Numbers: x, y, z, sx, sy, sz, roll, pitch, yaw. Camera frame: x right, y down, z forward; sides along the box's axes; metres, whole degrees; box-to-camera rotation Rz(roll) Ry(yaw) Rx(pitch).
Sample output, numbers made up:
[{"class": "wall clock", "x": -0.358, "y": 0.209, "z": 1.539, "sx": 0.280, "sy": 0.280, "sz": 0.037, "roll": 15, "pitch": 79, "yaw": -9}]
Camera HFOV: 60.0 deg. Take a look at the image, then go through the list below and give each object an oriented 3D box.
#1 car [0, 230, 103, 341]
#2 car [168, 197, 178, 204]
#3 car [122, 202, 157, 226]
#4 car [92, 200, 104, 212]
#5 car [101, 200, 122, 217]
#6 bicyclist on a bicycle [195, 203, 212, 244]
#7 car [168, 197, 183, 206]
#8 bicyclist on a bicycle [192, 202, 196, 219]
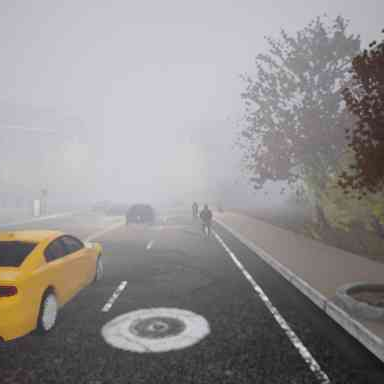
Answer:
[{"class": "car", "x": -3.230, "y": 1.514, "z": 6.744, "sx": 1.882, "sy": 1.535, "sz": 5.008, "roll": 0, "pitch": 0, "yaw": -1}, {"class": "car", "x": -4.281, "y": 1.902, "z": 74.056, "sx": 2.033, "sy": 1.411, "sz": 5.357, "roll": 0, "pitch": 0, "yaw": -7}, {"class": "car", "x": -3.732, "y": 1.610, "z": 24.990, "sx": 1.882, "sy": 1.535, "sz": 5.008, "roll": 0, "pitch": 0, "yaw": -2}, {"class": "car", "x": -11.270, "y": 1.769, "z": 42.309, "sx": 2.033, "sy": 1.411, "sz": 5.357, "roll": 0, "pitch": 0, "yaw": -3}, {"class": "car", "x": -7.605, "y": 1.744, "z": 34.176, "sx": 1.994, "sy": 1.385, "sz": 4.181, "roll": 0, "pitch": 0, "yaw": -3}, {"class": "bicyclist on a bicycle", "x": 0.638, "y": 1.452, "z": 15.480, "sx": 0.659, "sy": 1.776, "sz": 1.843, "roll": 0, "pitch": 0, "yaw": -1}, {"class": "car", "x": -2.750, "y": 1.860, "z": 59.616, "sx": 1.994, "sy": 1.385, "sz": 4.181, "roll": 0, "pitch": 0, "yaw": -5}, {"class": "bicyclist on a bicycle", "x": 0.254, "y": 1.591, "z": 26.526, "sx": 0.582, "sy": 1.620, "sz": 1.656, "roll": 0, "pitch": -1, "yaw": -2}]
